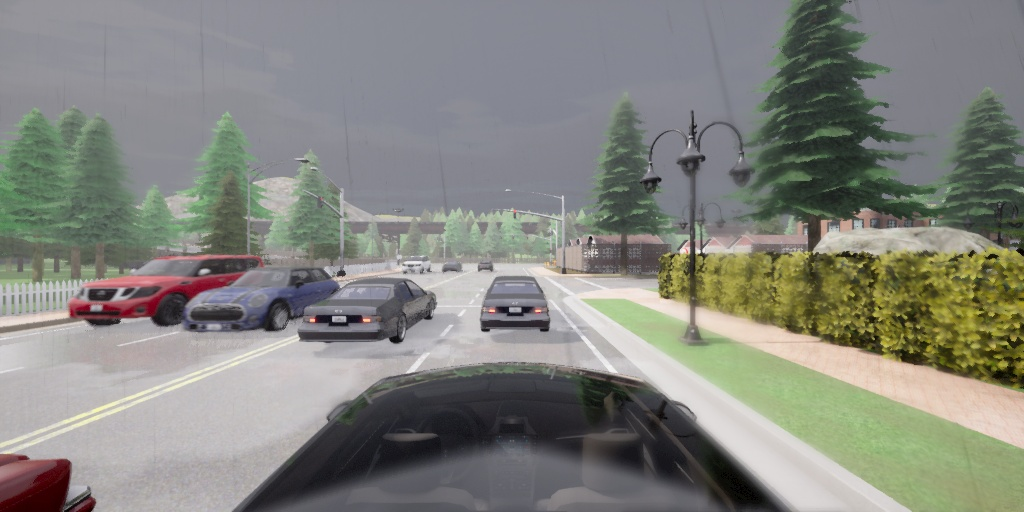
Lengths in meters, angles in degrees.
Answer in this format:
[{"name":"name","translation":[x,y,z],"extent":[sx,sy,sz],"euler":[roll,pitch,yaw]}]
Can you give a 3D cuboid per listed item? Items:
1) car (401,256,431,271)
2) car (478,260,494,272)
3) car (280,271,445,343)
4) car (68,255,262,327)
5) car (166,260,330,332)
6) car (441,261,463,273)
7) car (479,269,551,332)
[{"name":"car","translation":[-10.587,0.971,40.184],"extent":[2.150,2.045,5.566],"euler":[0,0,0]},{"name":"car","translation":[-3.395,1.241,46.713],"extent":[2.128,1.511,4.902],"euler":[0,0,0]},{"name":"car","translation":[-3.416,1.297,9.624],"extent":[2.033,1.411,5.357],"euler":[0,0,0]},{"name":"car","translation":[-10.599,0.971,11.910],"extent":[2.150,2.045,5.566],"euler":[0,0,0]},{"name":"car","translation":[-7.099,1.102,10.785],"extent":[2.097,1.767,4.553],"euler":[0,0,0]},{"name":"car","translation":[-7.079,1.298,42.936],"extent":[2.033,1.411,5.357],"euler":[0,0,0]},{"name":"car","translation":[0.085,1.297,10.839],"extent":[2.033,1.411,5.357],"euler":[0,0,0]}]
